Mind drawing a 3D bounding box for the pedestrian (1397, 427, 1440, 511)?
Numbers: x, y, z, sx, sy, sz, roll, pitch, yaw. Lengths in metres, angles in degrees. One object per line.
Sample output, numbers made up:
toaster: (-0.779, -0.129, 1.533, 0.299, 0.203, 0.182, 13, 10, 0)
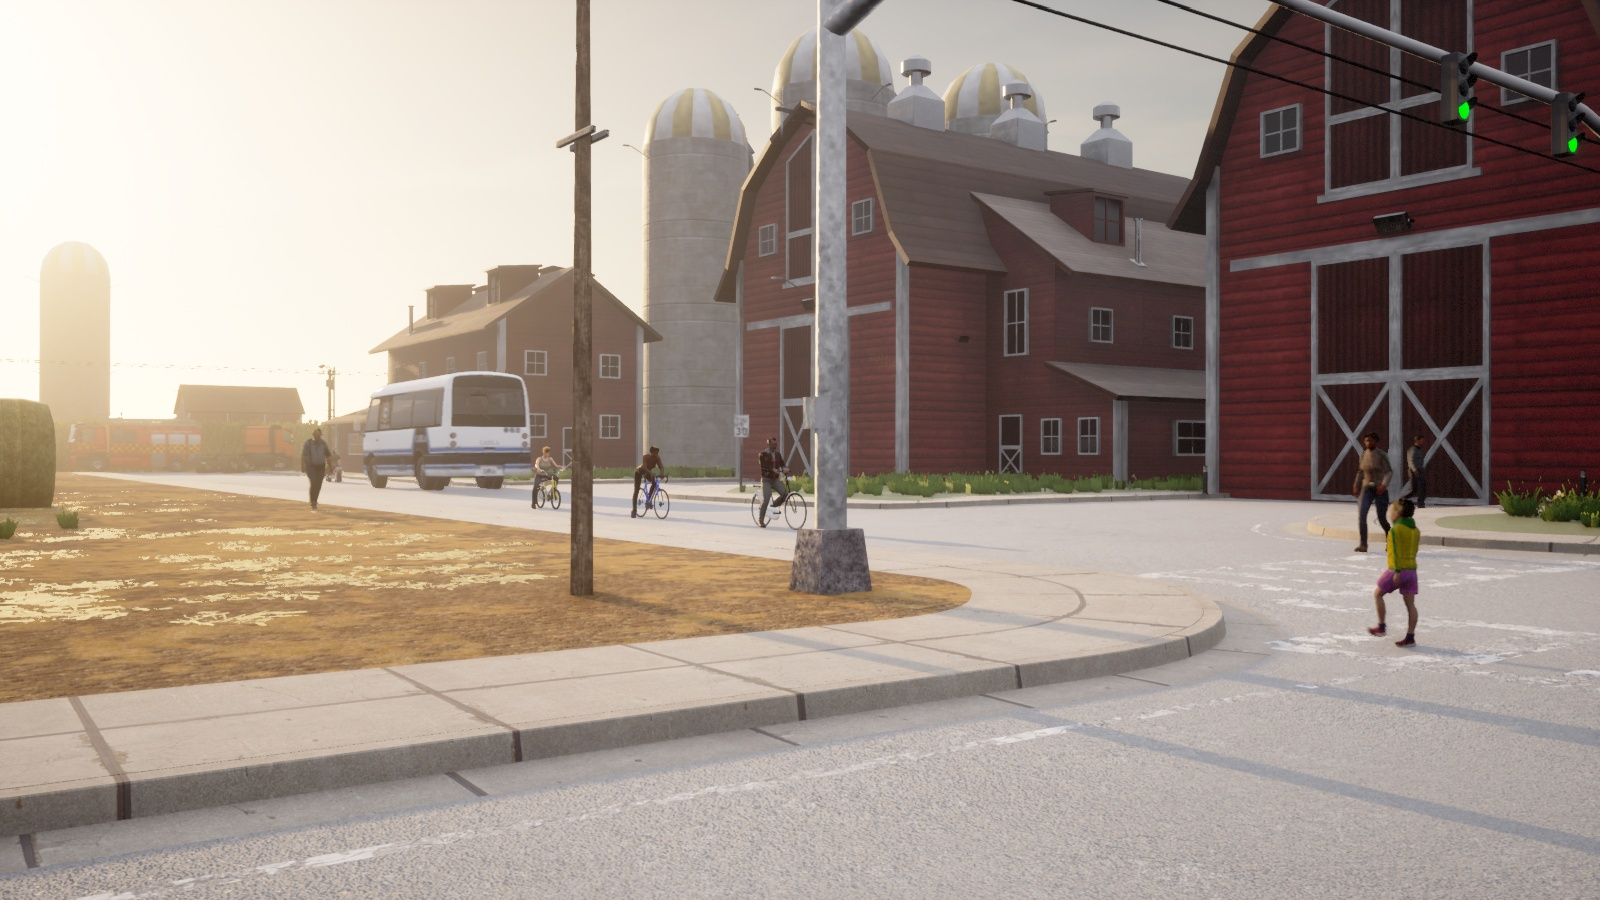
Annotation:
pedestrian: (14.506, 0.436, 29.463, 0.423, 1.949, 0.788, 0, 0, -36)

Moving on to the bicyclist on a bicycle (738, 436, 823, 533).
bicyclist on a bicycle: (-0.399, 0.641, 24.027, 0.659, 1.776, 1.843, -1, 0, -36)

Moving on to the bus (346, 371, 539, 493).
bus: (-14.218, -0.543, 49.093, 3.944, 4.253, 10.273, 0, -1, -36)

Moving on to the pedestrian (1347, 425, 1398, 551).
pedestrian: (8.432, 0.548, 18.502, 0.869, 1.805, 0.328, 0, 0, -39)

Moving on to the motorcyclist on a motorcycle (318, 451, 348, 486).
motorcyclist on a motorcycle: (-22.572, 0.865, 60.647, 0.766, 1.649, 2.350, 0, 0, -36)

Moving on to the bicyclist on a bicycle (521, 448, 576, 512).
bicyclist on a bicycle: (-6.515, 0.748, 32.483, 0.866, 1.612, 1.509, 0, 0, -36)

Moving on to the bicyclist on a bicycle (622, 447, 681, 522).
bicyclist on a bicycle: (-3.331, 0.747, 28.083, 0.582, 1.620, 1.656, 0, 0, -36)

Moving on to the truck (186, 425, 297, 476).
truck: (-39.345, 0.053, 88.847, 2.891, 3.462, 7.936, 0, 0, 14)

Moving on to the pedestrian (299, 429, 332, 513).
pedestrian: (-10.806, 0.454, 27.998, 0.540, 1.848, 0.694, 0, 0, -36)

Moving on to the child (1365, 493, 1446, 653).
child: (4.581, 0.914, 9.511, 0.299, 1.160, 0.473, 0, 0, -25)
